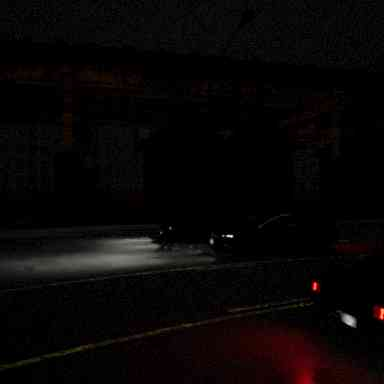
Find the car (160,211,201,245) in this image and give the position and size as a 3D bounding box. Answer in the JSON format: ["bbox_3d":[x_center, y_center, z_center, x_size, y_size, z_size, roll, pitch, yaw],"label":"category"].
[{"bbox_3d":[0.860,1.526,15.418,4.674,1.442,1.812,0,0,-17],"label":"car"}]

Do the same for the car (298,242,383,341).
[{"bbox_3d":[4.419,1.601,5.589,4.718,1.301,1.895,0,0,-18],"label":"car"}]

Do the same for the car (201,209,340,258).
[{"bbox_3d":[3.075,1.491,12.467,4.902,1.511,2.128,0,0,-16],"label":"car"}]
